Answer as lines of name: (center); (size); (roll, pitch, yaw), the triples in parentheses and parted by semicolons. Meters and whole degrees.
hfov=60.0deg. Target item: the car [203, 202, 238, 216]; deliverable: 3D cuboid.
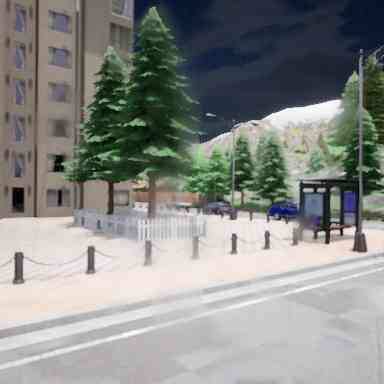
car: (3.016, 1.784, 35.920); (1.994, 1.385, 4.181); (1, 0, -35)

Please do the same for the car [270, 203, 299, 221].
car: (8.788, 1.697, 27.660); (1.882, 1.535, 5.008); (1, 0, -35)

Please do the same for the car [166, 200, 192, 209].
car: (-2.092, 1.852, 49.457); (1.895, 1.301, 4.718); (1, 0, -35)
